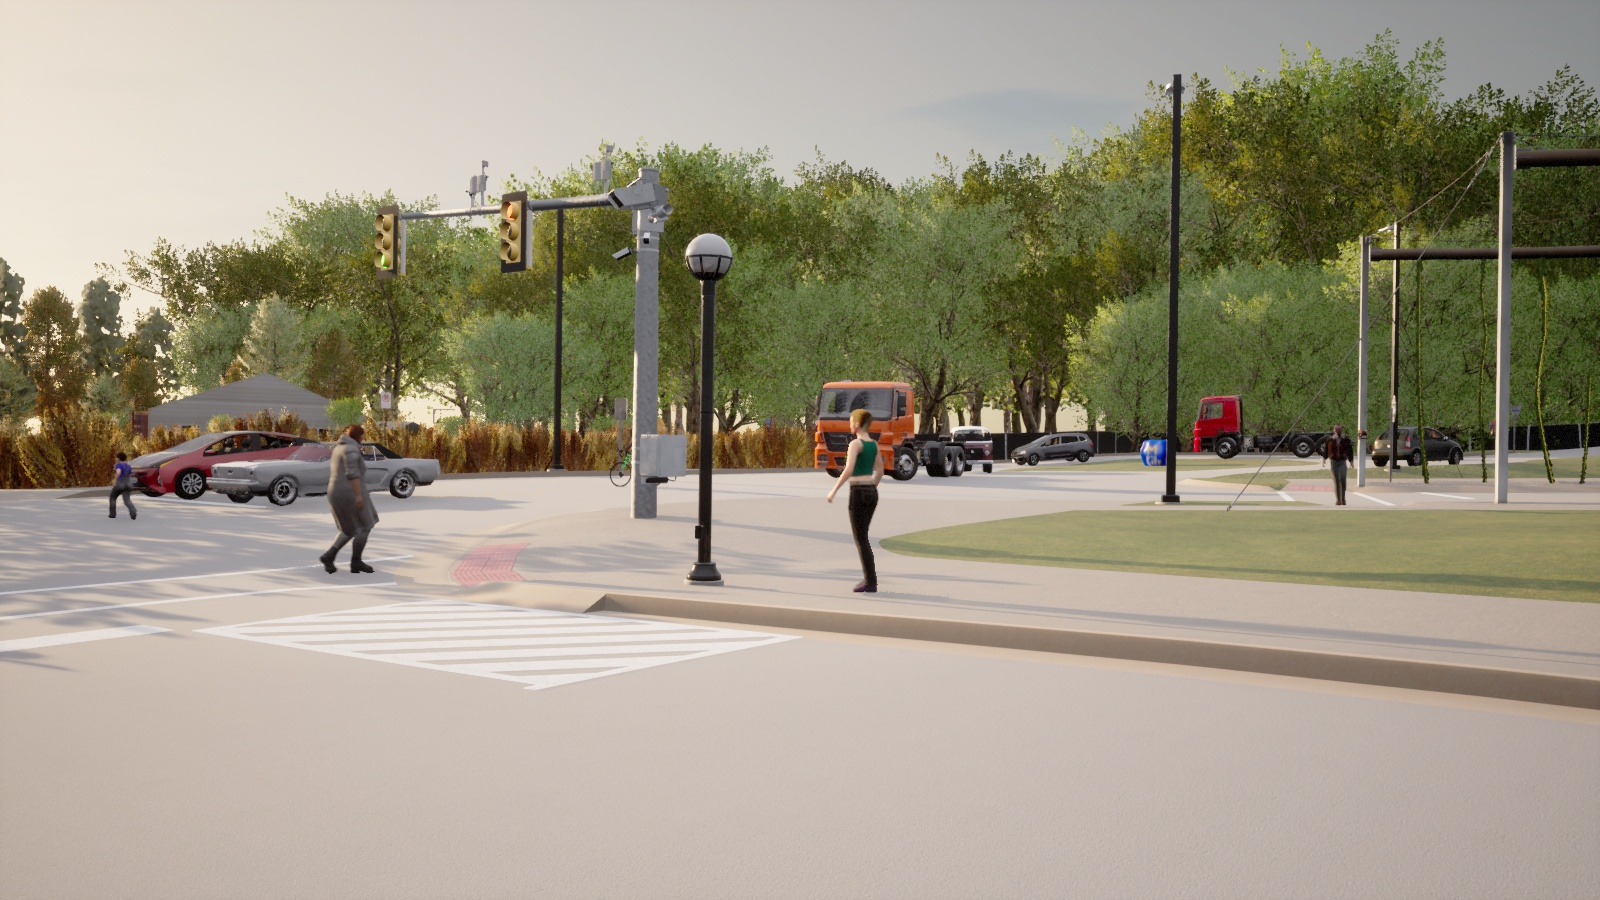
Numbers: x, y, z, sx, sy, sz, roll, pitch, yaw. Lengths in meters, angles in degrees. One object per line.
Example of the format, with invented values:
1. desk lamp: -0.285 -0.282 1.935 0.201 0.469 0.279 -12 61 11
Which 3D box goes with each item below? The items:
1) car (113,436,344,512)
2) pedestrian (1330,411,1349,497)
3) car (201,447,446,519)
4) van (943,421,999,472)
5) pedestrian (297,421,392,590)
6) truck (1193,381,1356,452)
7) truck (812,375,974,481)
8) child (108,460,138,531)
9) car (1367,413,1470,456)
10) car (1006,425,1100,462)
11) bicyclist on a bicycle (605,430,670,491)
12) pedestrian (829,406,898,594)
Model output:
1. car: -13.418 0.513 29.720 2.007 1.525 4.514 0 2 37
2. pedestrian: 11.768 0.087 27.373 0.376 1.854 0.720 0 0 24
3. car: -10.371 0.656 27.668 1.895 1.301 4.718 0 2 37
4. van: 7.364 -0.158 54.363 2.069 2.038 4.480 -2 0 4
5. pedestrian: -5.448 0.638 15.040 0.873 1.952 0.659 0 0 -43
6. truck: 25.443 -1.776 67.441 7.936 3.462 2.891 -2 2 23
7. truck: 3.540 -0.790 45.304 2.891 3.462 7.936 0 1 28
8. child: -12.173 0.813 22.589 0.437 1.263 0.270 0 0 29
9. car: 24.917 -0.631 50.593 3.988 1.617 1.851 -2 1 -32
10. car: 14.184 -0.384 70.539 4.611 1.667 2.242 -5 1 -10
11. bicyclist on a bicycle: -4.404 0.282 34.001 1.656 1.620 0.582 0 1 -33
12. pedestrian: 0.634 0.488 12.592 0.594 1.836 0.345 0 0 39
